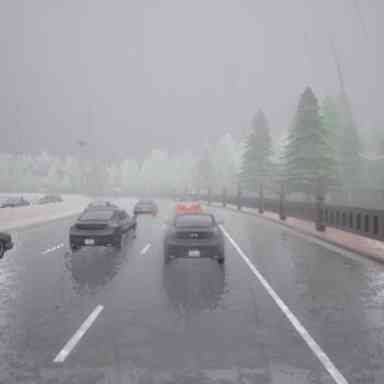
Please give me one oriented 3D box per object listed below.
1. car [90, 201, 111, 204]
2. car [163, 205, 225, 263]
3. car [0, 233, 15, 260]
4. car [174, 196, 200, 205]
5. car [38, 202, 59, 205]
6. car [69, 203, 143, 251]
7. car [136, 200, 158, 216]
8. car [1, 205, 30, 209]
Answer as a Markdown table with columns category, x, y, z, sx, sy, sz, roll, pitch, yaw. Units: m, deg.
| category | x | y | z | sx | sy | sz | roll | pitch | yaw |
| --- | --- | --- | --- | --- | --- | --- | --- | --- | --- |
| car | -7.330 | 1.403 | 27.004 | 1.895 | 1.301 | 4.718 | 0 | 0 | -4 |
| car | 0.074 | 1.420 | 11.552 | 1.837 | 1.490 | 4.892 | 0 | 1 | 0 |
| car | -6.939 | 1.483 | 8.767 | 2.033 | 1.411 | 5.357 | 0 | 0 | 0 |
| car | -0.455 | 1.144 | 28.382 | 2.097 | 1.767 | 4.553 | 0 | 0 | -4 |
| car | -16.076 | 1.075 | 37.978 | 2.097 | 1.767 | 4.553 | 0 | 0 | -11 |
| car | -3.421 | 1.405 | 13.538 | 1.837 | 1.490 | 4.892 | 0 | 0 | 0 |
| car | -4.044 | 1.350 | 29.227 | 1.994 | 1.385 | 4.181 | 0 | 0 | -5 |
| car | -19.402 | 1.295 | 36.790 | 1.994 | 1.385 | 4.181 | 0 | 0 | -11 |
